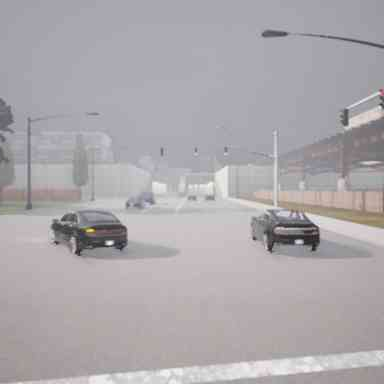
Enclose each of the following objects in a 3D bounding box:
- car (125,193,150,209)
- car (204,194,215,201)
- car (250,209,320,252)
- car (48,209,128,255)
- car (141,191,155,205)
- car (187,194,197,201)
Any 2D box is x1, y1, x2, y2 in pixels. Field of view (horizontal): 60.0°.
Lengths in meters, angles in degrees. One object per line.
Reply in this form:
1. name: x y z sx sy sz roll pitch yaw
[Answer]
1. car: -7.004 1.252 41.350 2.128 1.511 4.902 0 0 1
2. car: 3.546 1.039 66.735 1.882 1.535 5.008 0 0 0
3. car: 3.611 1.446 13.618 2.128 1.511 4.902 0 0 0
4. car: -4.243 1.461 13.250 1.837 1.490 4.892 1 -1 -37
5. car: -6.987 0.903 51.748 2.150 2.045 5.566 0 0 0
6. car: 0.046 1.089 66.738 1.812 1.442 4.674 0 0 0
